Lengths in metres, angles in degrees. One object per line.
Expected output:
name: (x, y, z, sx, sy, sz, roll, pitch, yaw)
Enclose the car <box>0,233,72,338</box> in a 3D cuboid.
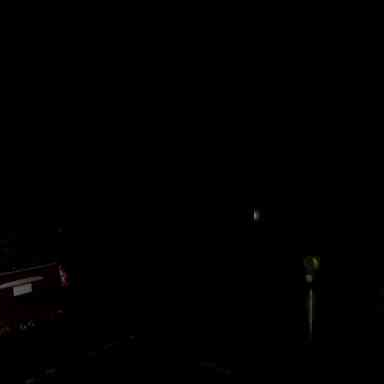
car: (-4.033, 1.438, 5.949, 4.097, 1.590, 1.967, 0, 0, 35)
